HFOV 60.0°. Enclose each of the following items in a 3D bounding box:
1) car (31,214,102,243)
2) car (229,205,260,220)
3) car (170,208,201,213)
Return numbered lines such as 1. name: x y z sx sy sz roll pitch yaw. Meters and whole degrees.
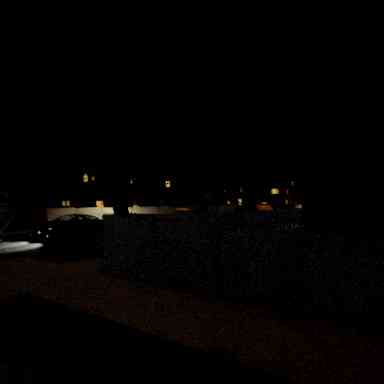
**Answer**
1. car: -6.604 1.920 18.450 1.994 1.385 4.181 -1 -2 35
2. car: 5.576 2.184 35.493 2.097 1.767 4.553 -1 -2 36
3. car: -0.759 2.062 26.633 1.882 1.535 5.008 -1 -2 35
